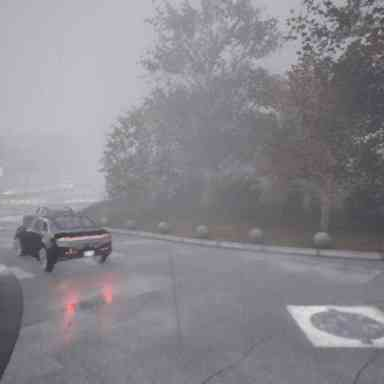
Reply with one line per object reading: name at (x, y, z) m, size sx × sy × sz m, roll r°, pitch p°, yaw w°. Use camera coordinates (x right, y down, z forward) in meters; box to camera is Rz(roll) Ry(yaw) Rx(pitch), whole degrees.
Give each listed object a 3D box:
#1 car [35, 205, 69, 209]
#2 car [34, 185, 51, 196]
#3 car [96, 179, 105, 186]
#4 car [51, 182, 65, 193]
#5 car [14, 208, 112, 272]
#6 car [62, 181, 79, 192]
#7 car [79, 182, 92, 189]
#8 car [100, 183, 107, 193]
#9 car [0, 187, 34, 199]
car at (-8.259, 1.504, 19.335) m, size 1.837 × 1.490 × 4.892 m, roll -2°, pitch 1°, yaw -43°
car at (-27.046, -0.214, 57.172) m, size 1.946 × 1.575 × 5.366 m, roll 0°, pitch 4°, yaw 4°
car at (-24.596, -2.344, 90.482) m, size 2.231 × 1.521 × 4.892 m, roll 0°, pitch 4°, yaw 4°
car at (-26.642, -0.566, 62.671) m, size 1.946 × 1.575 × 5.366 m, roll 0°, pitch 4°, yaw 4°
car at (-4.386, 1.486, 10.936) m, size 2.128 × 1.511 × 4.902 m, roll 0°, pitch 0°, yaw -40°
car at (-26.217, -1.184, 68.436) m, size 2.435 × 2.045 × 5.566 m, roll 0°, pitch 4°, yaw 4°
car at (-25.411, -1.609, 79.449) m, size 2.163 × 1.488 × 4.792 m, roll 0°, pitch 4°, yaw 4°
car at (-14.988, -0.555, 61.901) m, size 1.812 × 1.442 × 4.674 m, roll 0°, pitch 4°, yaw 4°
car at (-27.460, 0.141, 51.676) m, size 1.946 × 1.575 × 5.366 m, roll 0°, pitch 4°, yaw 4°
